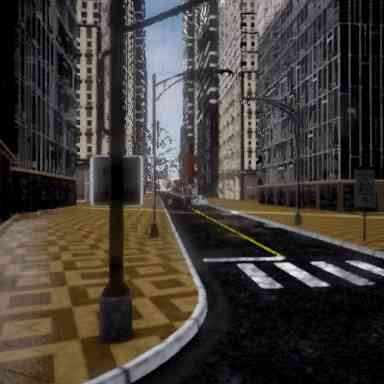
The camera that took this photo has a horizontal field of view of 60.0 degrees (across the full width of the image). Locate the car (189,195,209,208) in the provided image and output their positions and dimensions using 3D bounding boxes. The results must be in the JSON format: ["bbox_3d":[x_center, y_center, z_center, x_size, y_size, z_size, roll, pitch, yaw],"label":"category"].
[{"bbox_3d":[1.069,1.245,43.664,1.812,1.442,4.674,0,1,-6],"label":"car"}]

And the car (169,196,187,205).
[{"bbox_3d":[-2.289,1.246,48.879,1.994,1.385,4.181,0,0,-6],"label":"car"}]

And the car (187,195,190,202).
[{"bbox_3d":[-0.290,1.224,56.287,1.895,1.301,4.718,0,0,-6],"label":"car"}]
